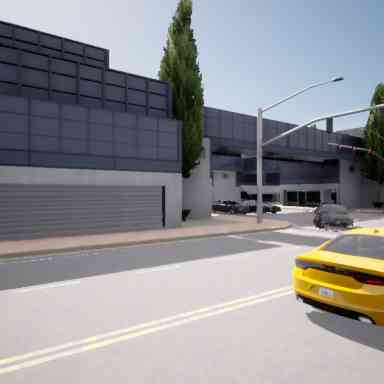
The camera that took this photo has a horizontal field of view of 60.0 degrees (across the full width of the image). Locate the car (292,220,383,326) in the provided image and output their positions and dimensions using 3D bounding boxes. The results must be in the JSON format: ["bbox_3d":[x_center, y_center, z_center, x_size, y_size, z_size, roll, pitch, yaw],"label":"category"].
[{"bbox_3d":[4.187,1.478,6.829,5.008,1.535,1.882,0,0,-36],"label":"car"}]

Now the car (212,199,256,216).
[{"bbox_3d":[3.660,1.502,33.339,1.837,1.490,4.892,0,1,-37],"label":"car"}]

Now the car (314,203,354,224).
[{"bbox_3d":[8.923,1.507,21.146,1.837,1.490,4.892,4,1,16],"label":"car"}]

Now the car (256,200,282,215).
[{"bbox_3d":[6.801,1.547,34.980,2.033,1.411,5.357,0,0,-37],"label":"car"}]
